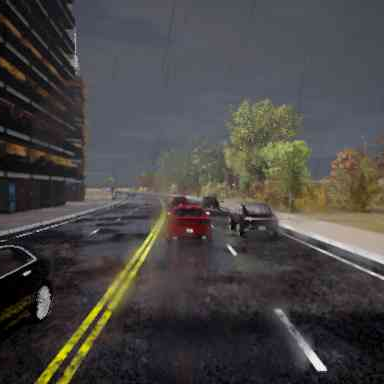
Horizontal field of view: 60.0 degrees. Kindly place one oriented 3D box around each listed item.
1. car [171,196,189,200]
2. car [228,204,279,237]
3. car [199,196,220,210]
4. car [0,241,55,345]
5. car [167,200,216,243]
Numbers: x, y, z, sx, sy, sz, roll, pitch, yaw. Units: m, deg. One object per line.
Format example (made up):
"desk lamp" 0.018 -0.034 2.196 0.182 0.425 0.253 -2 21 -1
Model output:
"car" -1.382 1.191 37.894 1.882 1.535 5.008 0 0 -4
"car" 3.025 1.356 17.009 2.128 1.511 4.902 0 1 -2
"car" 1.918 1.217 36.968 1.837 1.490 4.892 0 1 -4
"car" -3.390 1.483 4.200 1.837 1.490 4.892 0 0 -1
"car" -0.163 1.362 15.510 1.882 1.535 5.008 0 0 -2
